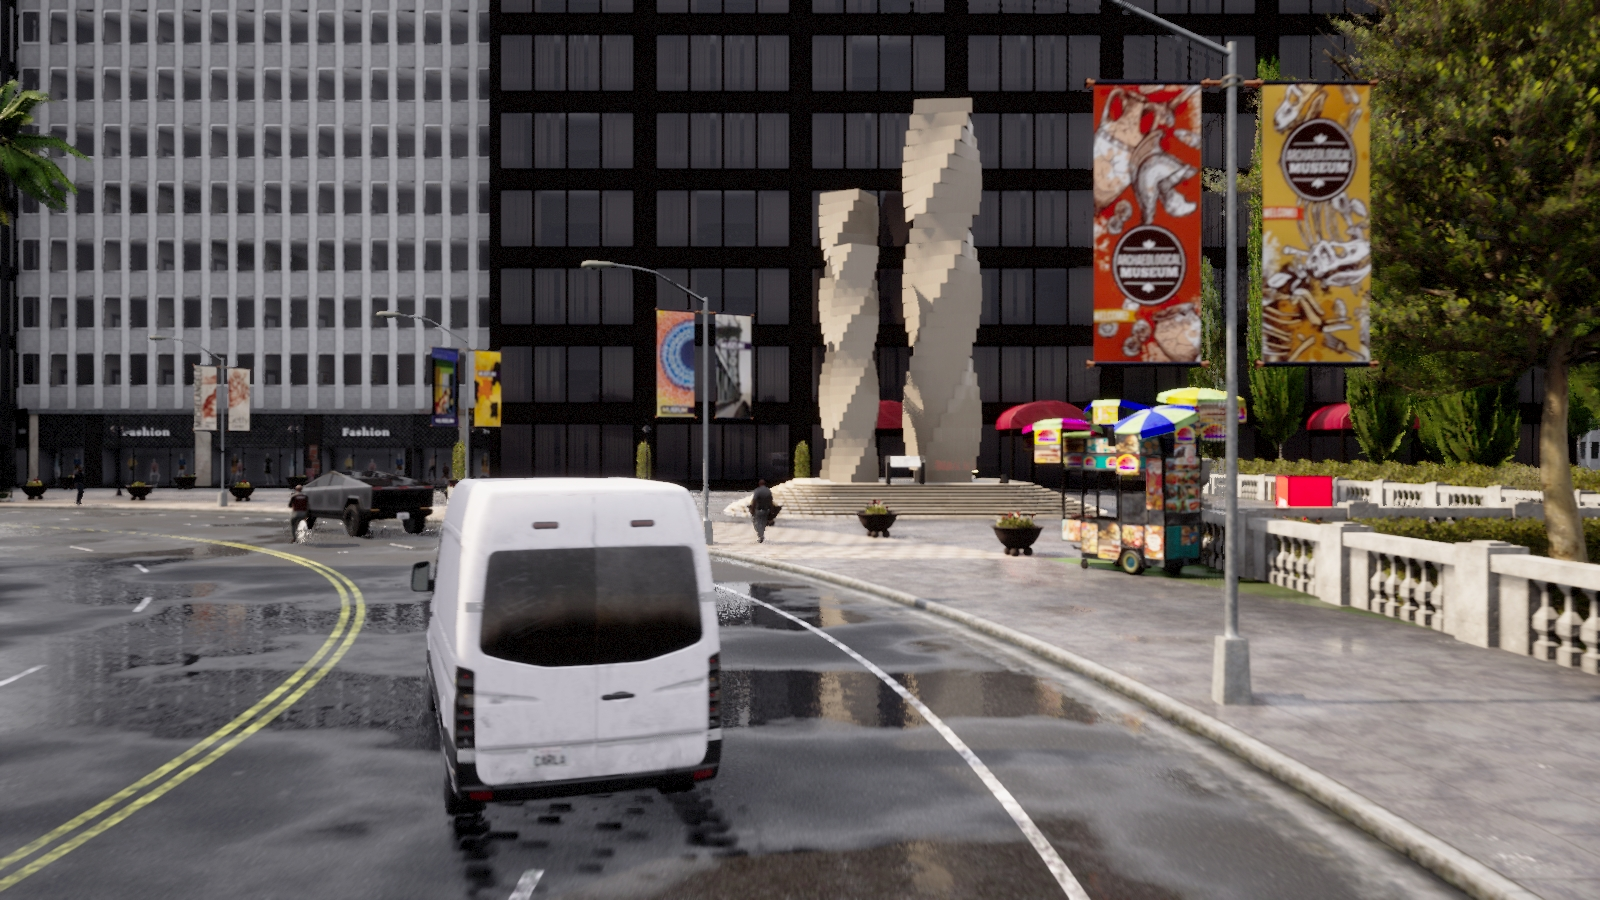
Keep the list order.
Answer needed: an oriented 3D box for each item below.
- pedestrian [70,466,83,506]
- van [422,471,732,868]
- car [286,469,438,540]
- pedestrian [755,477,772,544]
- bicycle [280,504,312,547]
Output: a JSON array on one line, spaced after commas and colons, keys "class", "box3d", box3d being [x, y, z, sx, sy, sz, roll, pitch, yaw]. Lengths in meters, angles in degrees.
[{"class": "pedestrian", "box3d": [-34.135, 1.696, 53.928, 0.375, 1.860, 0.375, 0, 0, 16]}, {"class": "van", "box3d": [-2.441, 1.534, 10.808, 1.988, 2.561, 5.915, 0, 0, -20]}, {"class": "car", "box3d": [-14.881, 1.752, 38.618, 6.274, 2.098, 2.390, 0, 0, 44]}, {"class": "pedestrian", "box3d": [-1.028, 1.696, 32.146, 0.375, 1.860, 0.375, 0, 0, -28]}, {"class": "bicycle", "box3d": [-14.849, 2.209, 33.637, 0.329, 1.171, 1.835, 0, 0, -41]}]
